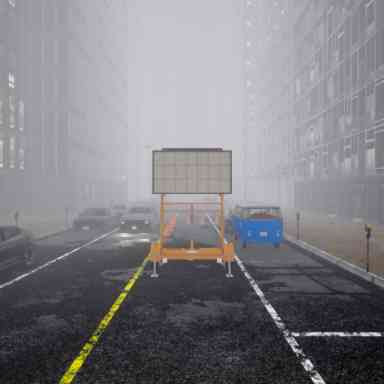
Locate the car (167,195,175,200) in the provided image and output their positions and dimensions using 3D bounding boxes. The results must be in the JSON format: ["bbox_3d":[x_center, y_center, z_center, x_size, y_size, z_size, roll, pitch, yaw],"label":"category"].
[{"bbox_3d":[-5.660,1.514,88.402,1.802,1.307,4.206,0,0,0],"label":"car"}]

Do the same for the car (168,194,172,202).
[{"bbox_3d":[-5.670,1.278,65.612,2.192,1.841,5.009,0,0,0],"label":"car"}]

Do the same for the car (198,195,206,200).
[{"bbox_3d":[2.720,1.483,88.398,2.008,1.369,4.403,0,0,0],"label":"car"}]

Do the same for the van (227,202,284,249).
[{"bbox_3d":[2.690,1.338,14.337,1.690,1.788,3.998,0,0,0],"label":"van"}]

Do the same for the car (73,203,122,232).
[{"bbox_3d":[-5.687,1.561,20.037,1.947,1.339,4.313,0,0,0],"label":"car"}]

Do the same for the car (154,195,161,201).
[{"bbox_3d":[-5.677,1.563,48.522,1.802,1.307,4.206,0,0,0],"label":"car"}]

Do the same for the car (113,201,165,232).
[{"bbox_3d":[-3.094,1.543,20.523,2.033,1.411,5.357,0,0,0],"label":"car"}]

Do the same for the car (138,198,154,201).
[{"bbox_3d":[-5.680,1.571,37.128,1.802,1.307,4.206,0,0,0],"label":"car"}]

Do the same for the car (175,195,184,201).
[{"bbox_3d":[-2.970,1.470,80.076,1.812,1.442,4.674,0,0,0],"label":"car"}]

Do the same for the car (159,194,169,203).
[{"bbox_3d":[-5.671,1.536,59.916,1.947,1.339,4.313,0,0,0],"label":"car"}]

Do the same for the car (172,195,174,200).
[{"bbox_3d":[-5.666,1.264,77.007,2.192,1.841,5.009,0,0,0],"label":"car"}]

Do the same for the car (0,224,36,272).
[{"bbox_3d":[-5.691,1.564,8.643,1.947,1.339,4.313,0,0,0],"label":"car"}]

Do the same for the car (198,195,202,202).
[{"bbox_3d":[2.715,1.499,77.003,2.008,1.369,4.403,0,0,0],"label":"car"}]

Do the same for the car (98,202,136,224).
[{"bbox_3d":[-5.685,1.539,25.734,1.887,1.381,4.507,0,0,0],"label":"car"}]

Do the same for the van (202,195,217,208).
[{"bbox_3d":[2.704,1.322,48.518,1.690,1.788,3.998,0,0,0],"label":"van"}]

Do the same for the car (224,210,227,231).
[{"bbox_3d":[2.694,1.577,20.033,1.802,1.307,4.206,0,0,0],"label":"car"}]

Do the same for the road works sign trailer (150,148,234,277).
[{"bbox_3d":[0.004,0.462,10.223,2.380,3.560,2.880,0,0,0],"label":"road works sign trailer"}]
